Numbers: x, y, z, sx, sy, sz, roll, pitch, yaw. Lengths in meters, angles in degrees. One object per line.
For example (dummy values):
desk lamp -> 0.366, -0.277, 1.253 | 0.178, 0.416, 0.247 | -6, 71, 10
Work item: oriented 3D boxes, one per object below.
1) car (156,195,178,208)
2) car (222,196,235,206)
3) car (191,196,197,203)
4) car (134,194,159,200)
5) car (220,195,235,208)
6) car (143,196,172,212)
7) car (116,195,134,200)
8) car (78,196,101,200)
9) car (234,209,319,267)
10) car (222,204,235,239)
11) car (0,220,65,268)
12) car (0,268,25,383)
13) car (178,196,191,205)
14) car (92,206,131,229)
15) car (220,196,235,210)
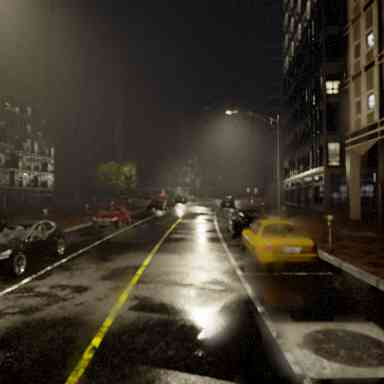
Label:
car -> -3.376, 1.438, 43.661 | 1.752, 1.417, 4.829 | 1, 0, 6
car -> 5.645, 1.375, 51.035 | 1.887, 1.381, 4.507 | 1, 0, 8
car -> -0.134, 1.411, 65.359 | 2.008, 1.369, 4.403 | 1, 0, 10
car -> -11.331, 1.516, 82.784 | 4.313, 1.339, 1.947 | -1, -1, 19
car -> 4.908, 1.287, 45.440 | 1.967, 1.590, 4.097 | 1, 0, 7
car -> -3.935, 1.491, 38.361 | 1.947, 1.339, 4.313 | 1, 0, 5
car -> -16.622, 1.566, 84.595 | 4.403, 1.369, 2.008 | -1, -1, 19
car -> -27.203, 1.696, 88.215 | 4.403, 1.369, 2.008 | -1, -1, 19
car -> 2.657, 1.477, 11.042 | 1.752, 1.417, 4.829 | 1, 0, 1
car -> 2.758, 1.499, 16.718 | 1.947, 1.339, 4.313 | 1, 0, 2
car -> -5.367, 1.563, 10.223 | 1.947, 1.339, 4.313 | 1, 0, 0
car -> -2.677, 1.557, 0.878 | 2.033, 1.411, 5.357 | 0, 0, -1
car -> -1.924, 1.435, 54.691 | 2.008, 1.369, 4.403 | 1, 0, 8
car -> -5.096, 1.548, 21.566 | 1.802, 1.307, 4.206 | 1, 0, 2
car -> 4.266, 1.429, 39.789 | 1.947, 1.339, 4.313 | 1, 0, 6
